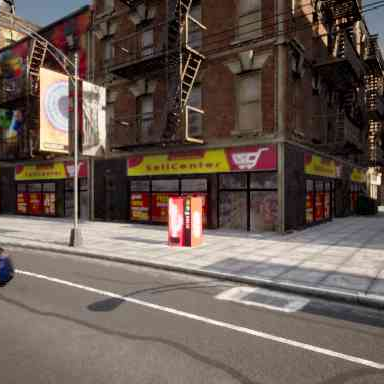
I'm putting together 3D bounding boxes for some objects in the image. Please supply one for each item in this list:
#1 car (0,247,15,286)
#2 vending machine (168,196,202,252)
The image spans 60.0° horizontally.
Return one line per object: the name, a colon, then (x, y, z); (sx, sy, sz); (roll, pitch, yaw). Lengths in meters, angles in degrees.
car: (-6.227, 1.565, 8.015); (4.181, 1.385, 1.994); (0, 0, 31)
vending machine: (-0.267, 1.196, 13.122); (0.880, 2.100, 1.100); (0, 0, 34)
